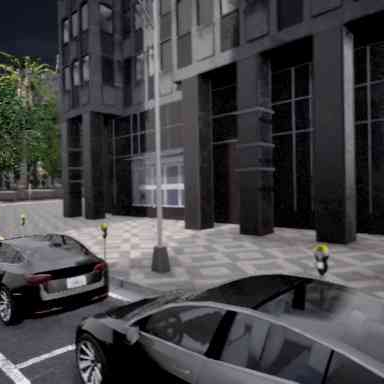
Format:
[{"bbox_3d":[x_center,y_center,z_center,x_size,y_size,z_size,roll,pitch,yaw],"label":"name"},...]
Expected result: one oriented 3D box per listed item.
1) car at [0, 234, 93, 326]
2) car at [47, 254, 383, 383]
[{"bbox_3d":[-3.431,1.561,7.033,4.313,1.339,1.947,-1,1,44],"label":"car"},{"bbox_3d":[0.520,1.514,3.227,4.313,1.339,1.947,-1,1,44],"label":"car"}]
